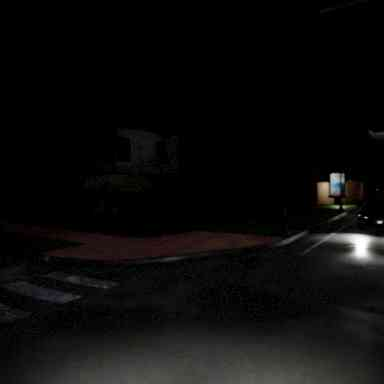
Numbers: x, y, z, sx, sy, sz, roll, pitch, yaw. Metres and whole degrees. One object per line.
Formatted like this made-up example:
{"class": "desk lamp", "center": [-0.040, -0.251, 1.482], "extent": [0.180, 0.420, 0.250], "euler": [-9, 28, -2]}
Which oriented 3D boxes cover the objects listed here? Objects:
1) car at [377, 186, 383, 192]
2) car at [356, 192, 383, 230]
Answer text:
{"class": "car", "center": [15.803, 0.298, 25.726], "extent": [2.150, 2.045, 5.566], "euler": [0, 2, 34]}
{"class": "car", "center": [9.102, 0.933, 15.762], "extent": [1.837, 1.490, 4.892], "euler": [0, 2, 34]}
